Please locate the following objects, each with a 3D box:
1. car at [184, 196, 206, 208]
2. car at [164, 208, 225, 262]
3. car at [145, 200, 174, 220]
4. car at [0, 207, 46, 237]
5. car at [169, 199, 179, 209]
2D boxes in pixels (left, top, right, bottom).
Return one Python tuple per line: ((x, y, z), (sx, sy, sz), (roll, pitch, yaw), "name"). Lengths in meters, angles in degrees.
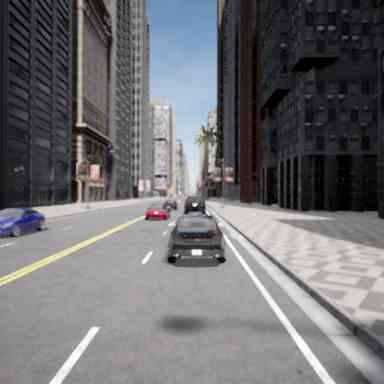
((0.307, 1.407, 34.860), (2.150, 2.045, 5.566), (0, 0, 0), "car")
((0.164, 1.571, 12.370), (1.837, 1.490, 4.892), (0, 0, 0), "car")
((-3.007, 1.714, 30.121), (1.994, 1.385, 4.181), (0, 0, 1), "car")
((-9.736, 1.589, 18.409), (1.812, 1.442, 4.674), (0, 0, 1), "car")
((-2.898, 1.763, 46.388), (1.812, 1.442, 4.674), (0, 0, 1), "car")
